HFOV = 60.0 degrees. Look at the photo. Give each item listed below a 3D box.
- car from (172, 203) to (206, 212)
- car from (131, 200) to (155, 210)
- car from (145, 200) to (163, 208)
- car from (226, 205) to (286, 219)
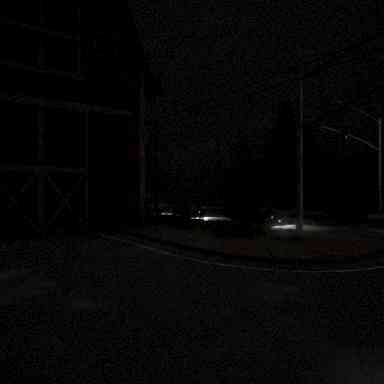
[{"bbox_3d":[-0.399,1.785,33.793,1.994,1.385,4.181,0,0,-34],"label":"car"},{"bbox_3d":[-7.472,1.886,50.625,1.994,1.385,4.181,0,0,-34],"label":"car"},{"bbox_3d":[-5.385,1.867,41.056,1.895,1.301,4.718,0,0,-34],"label":"car"},{"bbox_3d":[4.823,1.721,26.183,2.033,1.411,5.357,0,0,-34],"label":"car"}]
